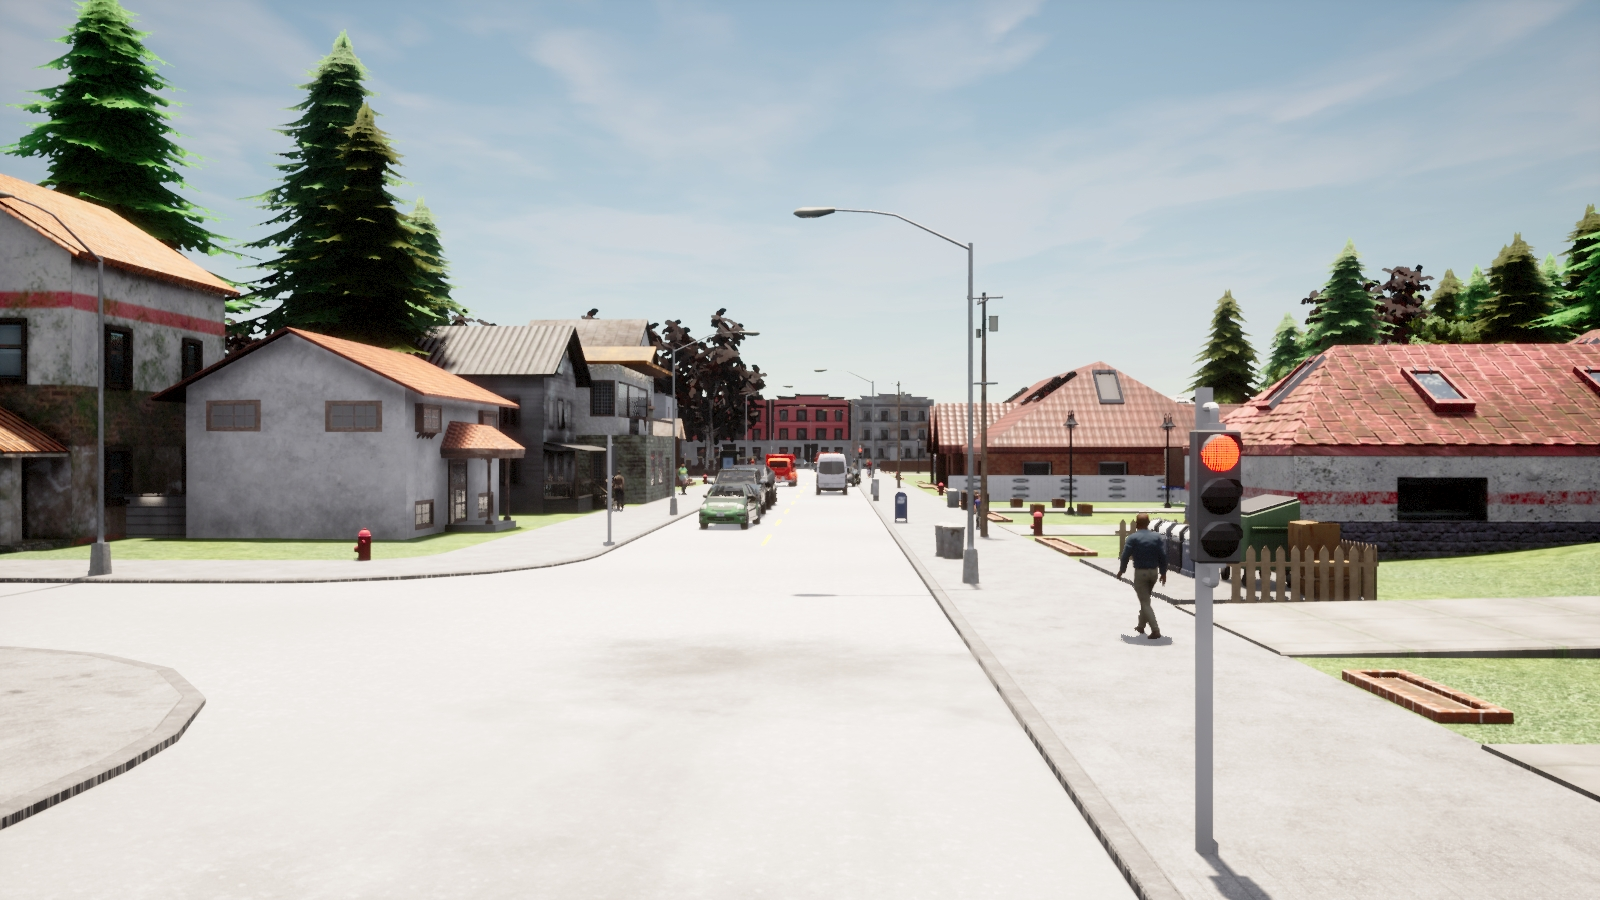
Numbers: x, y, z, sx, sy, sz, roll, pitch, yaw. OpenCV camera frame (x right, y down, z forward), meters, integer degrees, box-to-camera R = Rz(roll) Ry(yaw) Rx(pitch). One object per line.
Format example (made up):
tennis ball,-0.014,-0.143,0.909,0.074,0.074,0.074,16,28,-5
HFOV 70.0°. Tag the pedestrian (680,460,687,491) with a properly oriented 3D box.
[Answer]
pedestrian,-6.976,1.524,68.217,0.375,1.860,0.375,0,0,-12

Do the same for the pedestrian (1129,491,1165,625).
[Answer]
pedestrian,4.924,1.524,16.232,0.375,1.860,0.375,0,0,-4

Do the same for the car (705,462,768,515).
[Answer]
car,-2.626,1.559,48.404,2.150,2.045,5.566,0,0,2

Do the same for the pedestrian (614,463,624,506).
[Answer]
pedestrian,-7.970,1.525,50.338,0.375,1.860,0.375,0,0,2

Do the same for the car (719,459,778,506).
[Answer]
car,-2.451,1.534,55.813,2.390,2.098,6.274,0,0,2

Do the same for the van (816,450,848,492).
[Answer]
van,2.035,1.315,73.194,1.988,2.561,5.915,0,0,2

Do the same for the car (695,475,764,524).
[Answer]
car,-2.533,1.779,41.798,1.851,1.617,3.988,0,0,7
